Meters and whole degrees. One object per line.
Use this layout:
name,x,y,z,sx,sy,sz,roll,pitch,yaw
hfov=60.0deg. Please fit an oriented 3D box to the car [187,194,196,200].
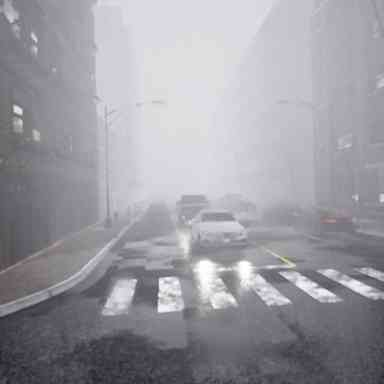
car,-0.187,1.429,93.760,2.008,1.369,4.403,-2,0,-5

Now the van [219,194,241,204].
van,4.654,1.164,38.739,1.690,1.788,3.998,-2,0,-5

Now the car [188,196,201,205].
car,0.384,1.411,57.791,1.837,1.490,4.892,-2,0,-5

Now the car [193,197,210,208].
car,1.255,1.498,48.010,1.895,1.301,4.718,-2,0,-5

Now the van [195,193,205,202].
van,1.745,1.194,71.753,1.690,1.788,3.998,-2,0,-5

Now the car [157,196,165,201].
car,-8.048,1.656,87.536,1.947,1.339,4.313,-2,0,-5

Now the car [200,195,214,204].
car,2.706,1.367,60.917,1.752,1.417,4.829,-2,0,-5

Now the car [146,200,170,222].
car,-2.715,1.599,27.012,1.947,1.339,4.313,-2,0,-5

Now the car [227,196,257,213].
car,5.146,1.363,33.238,1.887,1.381,4.507,-2,0,-5

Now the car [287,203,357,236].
car,6.602,1.390,16.732,1.802,1.307,4.206,-2,0,-5

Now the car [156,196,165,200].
car,-4.170,1.590,43.519,1.887,1.381,4.507,-2,0,-5

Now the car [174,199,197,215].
car,-0.728,1.534,34.175,1.994,1.385,4.181,-2,0,-5

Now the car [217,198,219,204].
car,4.177,1.392,44.242,1.947,1.339,4.313,-2,0,-5

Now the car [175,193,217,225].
car,0.126,1.185,24.173,2.150,2.045,5.566,-2,0,-5

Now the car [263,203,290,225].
car,6.117,1.377,22.234,1.947,1.339,4.313,-2,0,-5

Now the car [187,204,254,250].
car,1.016,1.484,14.323,1.812,1.442,4.674,-2,0,-6

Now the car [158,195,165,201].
car,-8.534,1.642,93.038,1.887,1.381,4.507,-2,0,-5

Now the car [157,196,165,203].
car,-6.581,1.597,70.860,1.752,1.417,4.829,-2,0,-5
